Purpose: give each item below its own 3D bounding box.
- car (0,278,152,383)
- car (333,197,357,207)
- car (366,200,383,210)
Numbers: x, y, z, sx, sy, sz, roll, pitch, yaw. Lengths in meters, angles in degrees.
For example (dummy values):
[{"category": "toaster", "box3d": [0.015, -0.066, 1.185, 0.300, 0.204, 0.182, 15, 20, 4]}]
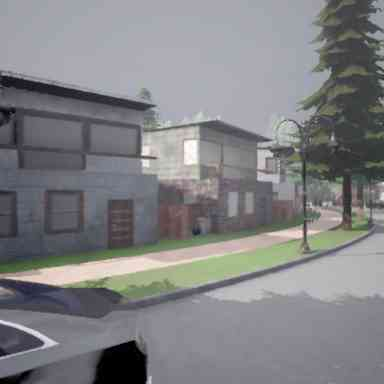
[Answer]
[{"category": "car", "box3d": [-2.670, 1.521, 2.333, 4.902, 1.511, 2.128, 0, 0, -35]}, {"category": "car", "box3d": [25.792, 1.532, 56.187, 2.097, 1.767, 4.553, 0, 0, -8]}, {"category": "car", "box3d": [25.978, 1.724, 46.014, 1.895, 1.301, 4.718, 0, 0, 1]}]
